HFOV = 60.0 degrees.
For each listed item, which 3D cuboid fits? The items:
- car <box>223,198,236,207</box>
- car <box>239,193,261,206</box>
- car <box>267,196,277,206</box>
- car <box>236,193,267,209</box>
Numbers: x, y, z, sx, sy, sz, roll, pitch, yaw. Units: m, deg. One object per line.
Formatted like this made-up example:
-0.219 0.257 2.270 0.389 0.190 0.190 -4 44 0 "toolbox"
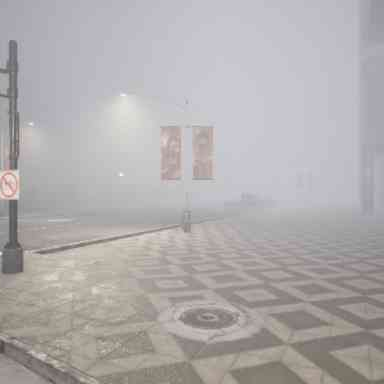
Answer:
6.222 1.570 49.009 1.895 1.301 4.718 0 0 27 "car"
9.887 1.182 56.572 2.150 2.045 5.566 0 0 26 "car"
12.793 1.448 55.117 2.128 1.511 4.902 0 0 26 "car"
8.272 1.188 45.791 2.150 2.045 5.566 0 0 27 "car"
